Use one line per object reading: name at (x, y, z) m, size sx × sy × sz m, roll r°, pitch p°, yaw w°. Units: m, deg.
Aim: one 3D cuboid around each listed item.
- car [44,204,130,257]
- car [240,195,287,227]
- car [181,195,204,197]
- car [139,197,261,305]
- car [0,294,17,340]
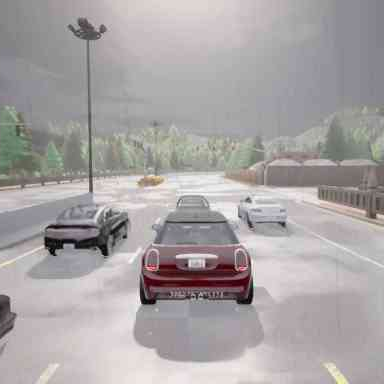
car at (-3.441, 1.168, 11.674) m, size 2.128 × 1.511 × 4.902 m, roll 0°, pitch 3°, yaw 0°
car at (3.531, 0.850, 17.179) m, size 1.812 × 1.442 × 4.674 m, roll 0°, pitch 4°, yaw 0°
car at (0.034, 0.861, 17.332) m, size 2.033 × 1.411 × 5.357 m, roll 0°, pitch 4°, yaw 0°
car at (0.077, 1.192, 7.950) m, size 2.097 × 1.767 × 4.553 m, roll 0°, pitch 2°, yaw 0°
car at (-3.404, 1.529, 2.246) m, size 2.033 × 1.411 × 5.357 m, roll 0°, pitch 1°, yaw 0°
